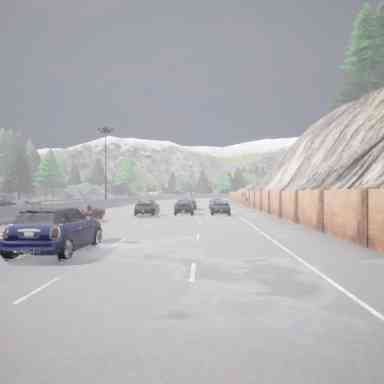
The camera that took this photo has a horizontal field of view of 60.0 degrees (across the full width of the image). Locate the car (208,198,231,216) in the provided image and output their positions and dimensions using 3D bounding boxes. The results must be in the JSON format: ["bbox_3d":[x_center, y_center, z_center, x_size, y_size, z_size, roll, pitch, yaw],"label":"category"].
[{"bbox_3d":[2.753,1.495,32.741,2.128,1.511,4.902,0,0,2],"label":"car"}]

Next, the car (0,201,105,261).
[{"bbox_3d":[-5.008,1.353,12.533,2.097,1.767,4.553,0,0,2],"label":"car"}]

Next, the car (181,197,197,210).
[{"bbox_3d":[-0.351,1.482,43.457,1.882,1.535,5.008,0,0,2],"label":"car"}]

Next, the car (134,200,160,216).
[{"bbox_3d":[-4.278,1.494,32.020,2.128,1.511,4.902,0,0,2],"label":"car"}]

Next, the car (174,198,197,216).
[{"bbox_3d":[-0.740,1.508,33.019,1.837,1.490,4.892,0,0,2],"label":"car"}]

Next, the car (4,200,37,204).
[{"bbox_3d":[-18.213,1.604,36.792,1.895,1.301,4.718,0,0,2],"label":"car"}]

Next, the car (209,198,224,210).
[{"bbox_3d":[3.141,1.530,43.184,1.812,1.442,4.674,0,0,2],"label":"car"}]

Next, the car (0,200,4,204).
[{"bbox_3d":[-21.703,1.551,37.086,2.033,1.411,5.357,0,0,2],"label":"car"}]

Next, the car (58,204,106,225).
[{"bbox_3d":[-8.048,1.604,24.895,1.895,1.301,4.718,0,0,2],"label":"car"}]
